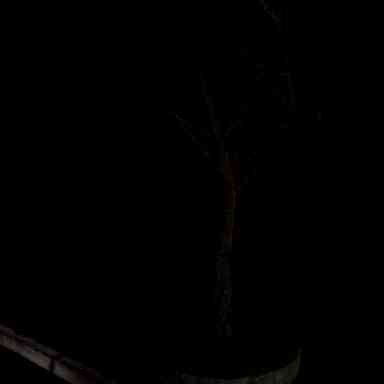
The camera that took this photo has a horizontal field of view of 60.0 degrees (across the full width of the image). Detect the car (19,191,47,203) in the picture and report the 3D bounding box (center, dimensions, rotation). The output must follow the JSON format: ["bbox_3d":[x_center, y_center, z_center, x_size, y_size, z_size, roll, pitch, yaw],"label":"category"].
[{"bbox_3d":[-20.020,0.923,40.784,2.150,2.045,5.566,1,0,32],"label":"car"}]
